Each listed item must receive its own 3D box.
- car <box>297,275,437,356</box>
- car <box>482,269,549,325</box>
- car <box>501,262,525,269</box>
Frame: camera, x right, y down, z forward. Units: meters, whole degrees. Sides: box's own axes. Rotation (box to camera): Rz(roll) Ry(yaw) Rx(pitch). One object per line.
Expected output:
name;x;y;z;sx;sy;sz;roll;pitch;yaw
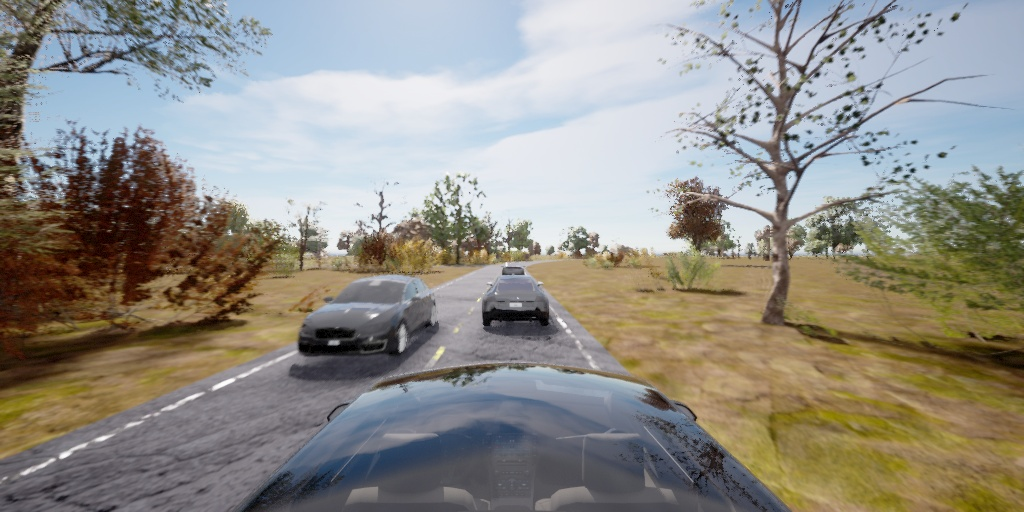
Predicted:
car;-3.098;1.255;8.668;1.837;1.490;4.892;0;0;0
car;0.102;1.314;11.852;1.994;1.385;4.181;0;0;0
car;0.101;1.241;30.649;2.128;1.511;4.902;0;0;0
